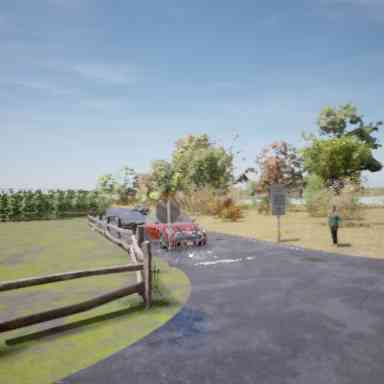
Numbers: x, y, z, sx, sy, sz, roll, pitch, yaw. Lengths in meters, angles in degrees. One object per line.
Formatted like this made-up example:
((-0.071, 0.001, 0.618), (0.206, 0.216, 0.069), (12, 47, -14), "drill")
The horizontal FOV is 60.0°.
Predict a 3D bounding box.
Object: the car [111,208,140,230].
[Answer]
((-4.900, 2.298, 26.737), (2.033, 1.411, 5.357), (-1, -1, -21), "car")

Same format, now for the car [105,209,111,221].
((-9.294, 2.686, 39.783), (2.033, 1.411, 5.357), (-1, -1, -13), "car")

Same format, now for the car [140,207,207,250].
((-0.956, 1.792, 16.987), (2.097, 1.767, 4.553), (-1, -1, -22), "car")

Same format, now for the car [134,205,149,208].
((-7.816, 2.695, 50.734), (2.097, 1.767, 4.553), (-1, -1, -4), "car")

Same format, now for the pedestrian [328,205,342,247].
((6.358, 1.501, 14.868), (0.375, 1.860, 0.375), (-2, 0, -22), "pedestrian")

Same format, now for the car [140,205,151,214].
((-8.525, 3.107, 60.934), (1.812, 1.442, 4.674), (-1, -1, -6), "car")
